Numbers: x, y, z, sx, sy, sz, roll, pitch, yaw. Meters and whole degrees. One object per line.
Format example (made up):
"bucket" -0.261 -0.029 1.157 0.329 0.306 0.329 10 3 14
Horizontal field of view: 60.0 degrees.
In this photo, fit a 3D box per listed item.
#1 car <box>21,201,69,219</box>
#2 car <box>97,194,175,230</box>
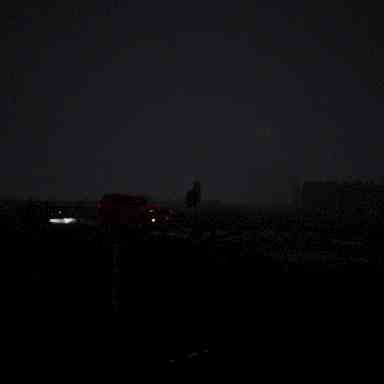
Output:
"car" -11.956 1.396 27.066 4.181 1.385 1.994 1 0 33
"car" -3.700 1.178 21.368 5.566 2.045 2.150 1 0 36
